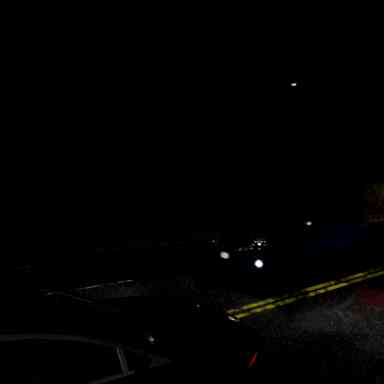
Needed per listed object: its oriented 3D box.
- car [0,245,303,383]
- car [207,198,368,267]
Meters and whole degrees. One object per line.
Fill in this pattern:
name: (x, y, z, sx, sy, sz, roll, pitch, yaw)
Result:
car: (-1.448, 1.492, 2.430, 4.902, 1.511, 2.128, 0, 0, -36)
car: (3.047, 1.224, 9.923, 5.566, 2.045, 2.150, 0, 0, -36)
